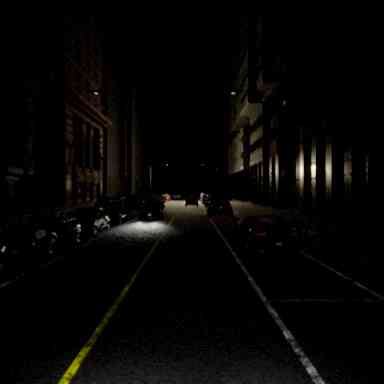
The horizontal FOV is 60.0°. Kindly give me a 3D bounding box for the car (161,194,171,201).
[{"bbox_3d":[-5.803,1.253,74.380,1.967,1.590,4.097,0,0,0],"label":"car"}]

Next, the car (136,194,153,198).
[{"bbox_3d":[-5.779,1.217,35.168,2.192,1.841,5.009,0,0,0],"label":"car"}]

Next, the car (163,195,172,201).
[{"bbox_3d":[-5.806,1.383,79.981,1.802,1.307,4.206,0,0,0],"label":"car"}]

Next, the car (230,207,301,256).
[{"bbox_3d":[2.758,1.508,12.778,1.887,1.381,4.507,0,0,0],"label":"car"}]

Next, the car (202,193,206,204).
[{"bbox_3d":[2.739,1.314,46.390,1.967,1.590,4.097,0,0,0],"label":"car"}]

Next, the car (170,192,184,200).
[{"bbox_3d":[-3.039,1.068,68.405,1.812,1.442,4.674,0,0,0],"label":"car"}]

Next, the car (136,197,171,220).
[{"bbox_3d":[-3.113,1.415,26.929,2.128,1.511,4.902,0,0,0],"label":"car"}]

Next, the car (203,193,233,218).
[{"bbox_3d":[2.370,1.270,29.404,2.097,1.767,4.553,0,0,0],"label":"car"}]

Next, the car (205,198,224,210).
[{"bbox_3d":[2.742,1.439,40.788,2.008,1.369,4.403,0,0,0],"label":"car"}]

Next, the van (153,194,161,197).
[{"bbox_3d":[-5.786,1.215,46.371,1.690,1.788,3.998,0,0,0],"label":"van"}]

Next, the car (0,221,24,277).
[{"bbox_3d":[-5.764,1.545,7.160,1.947,1.339,4.313,0,0,0],"label":"car"}]

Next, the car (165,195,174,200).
[{"bbox_3d":[-5.810,1.356,85.583,1.947,1.339,4.313,0,0,0],"label":"car"}]

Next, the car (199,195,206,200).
[{"bbox_3d":[2.715,1.372,85.605,1.802,1.307,4.206,0,0,0],"label":"car"}]

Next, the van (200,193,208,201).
[{"bbox_3d":[2.723,1.154,74.400,1.690,1.788,3.998,0,0,0],"label":"van"}]

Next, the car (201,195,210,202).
[{"bbox_3d":[2.725,1.350,68.968,1.752,1.417,4.829,0,0,0],"label":"car"}]

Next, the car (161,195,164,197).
[{"bbox_3d":[-5.790,1.387,51.803,1.752,1.417,4.829,0,0,0],"label":"car"}]

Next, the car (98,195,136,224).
[{"bbox_3d":[-5.773,1.247,23.964,2.192,1.841,5.009,0,0,0],"label":"car"}]

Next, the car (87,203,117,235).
[{"bbox_3d":[-5.770,1.513,18.363,1.947,1.339,4.313,0,0,0],"label":"car"}]

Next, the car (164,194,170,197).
[{"bbox_3d":[-5.796,1.277,63.177,1.967,1.590,4.097,0,0,0],"label":"car"}]

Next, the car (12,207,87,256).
[{"bbox_3d":[-5.767,1.403,12.761,1.967,1.590,4.097,0,0,0],"label":"car"}]

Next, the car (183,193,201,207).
[{"bbox_3d":[-0.024,1.347,48.586,1.882,1.535,5.008,0,0,0],"label":"car"}]

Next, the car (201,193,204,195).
[{"bbox_3d":[2.733,1.164,57.594,2.192,1.841,5.009,0,0,0],"label":"car"}]
